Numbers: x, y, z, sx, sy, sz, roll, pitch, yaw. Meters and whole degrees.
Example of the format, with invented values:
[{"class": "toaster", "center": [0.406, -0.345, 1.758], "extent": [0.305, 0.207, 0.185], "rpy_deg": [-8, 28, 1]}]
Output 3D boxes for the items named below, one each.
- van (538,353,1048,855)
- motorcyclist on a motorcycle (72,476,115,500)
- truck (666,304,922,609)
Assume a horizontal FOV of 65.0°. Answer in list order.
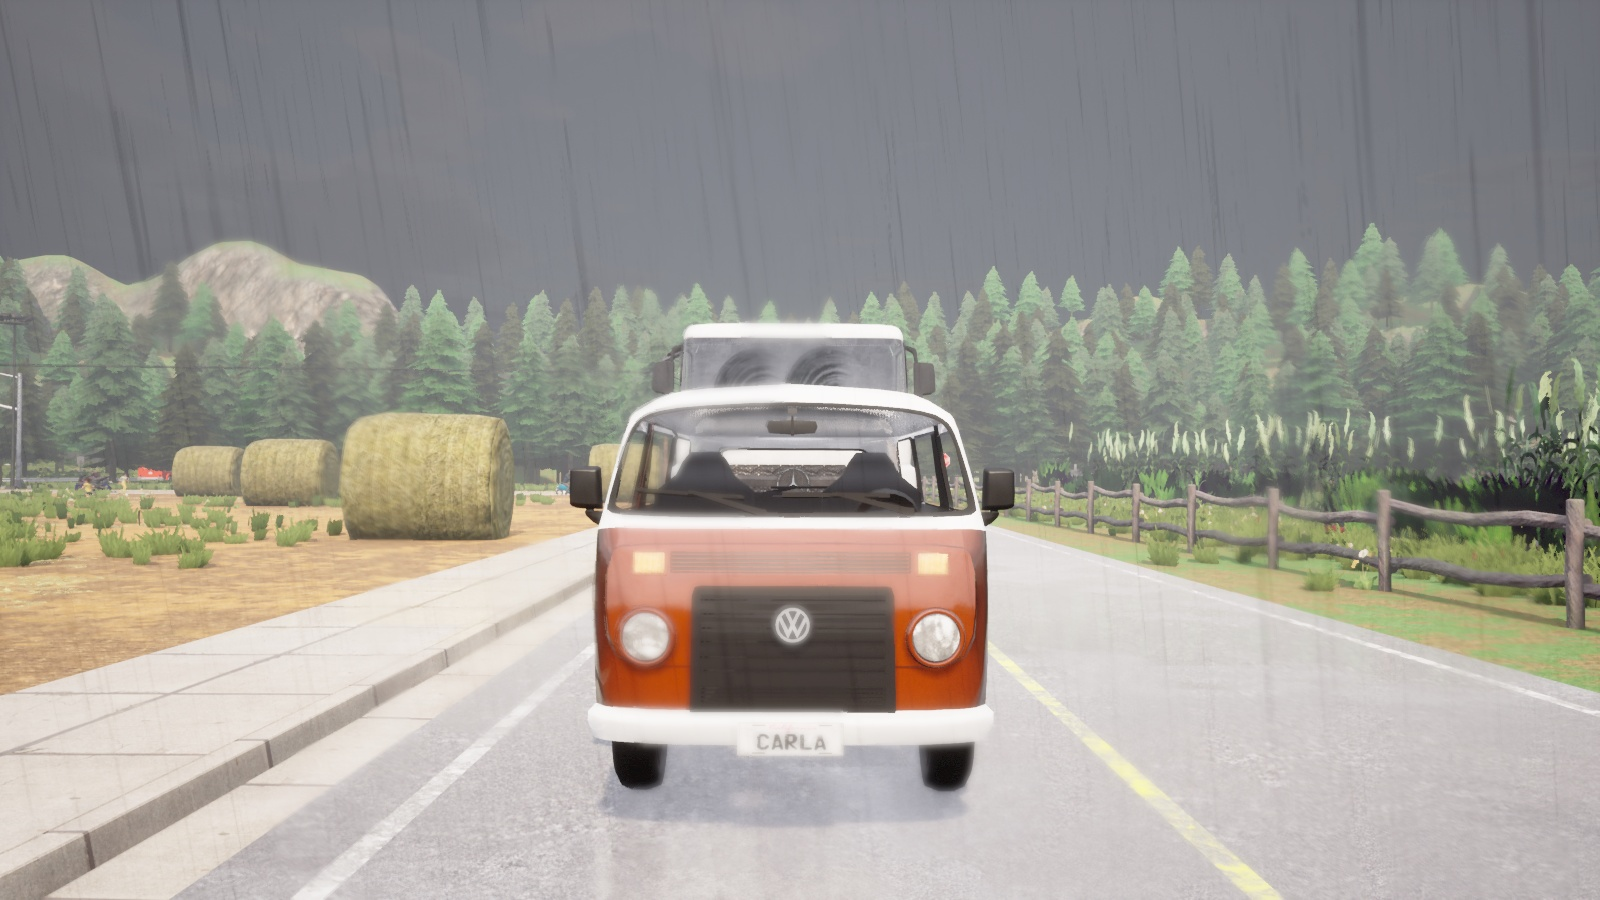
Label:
[{"class": "van", "center": [-0.037, 0.662, 7.364], "extent": [2.069, 2.038, 4.480], "rpy_deg": [0, -1, 0]}, {"class": "motorcyclist on a motorcycle", "center": [-44.225, 2.378, 78.594], "extent": [2.191, 1.530, 0.866], "rpy_deg": [0, -1, -3]}, {"class": "truck", "center": [-0.089, 0.139, 18.252], "extent": [2.891, 3.462, 7.936], "rpy_deg": [0, -1, 0]}]
